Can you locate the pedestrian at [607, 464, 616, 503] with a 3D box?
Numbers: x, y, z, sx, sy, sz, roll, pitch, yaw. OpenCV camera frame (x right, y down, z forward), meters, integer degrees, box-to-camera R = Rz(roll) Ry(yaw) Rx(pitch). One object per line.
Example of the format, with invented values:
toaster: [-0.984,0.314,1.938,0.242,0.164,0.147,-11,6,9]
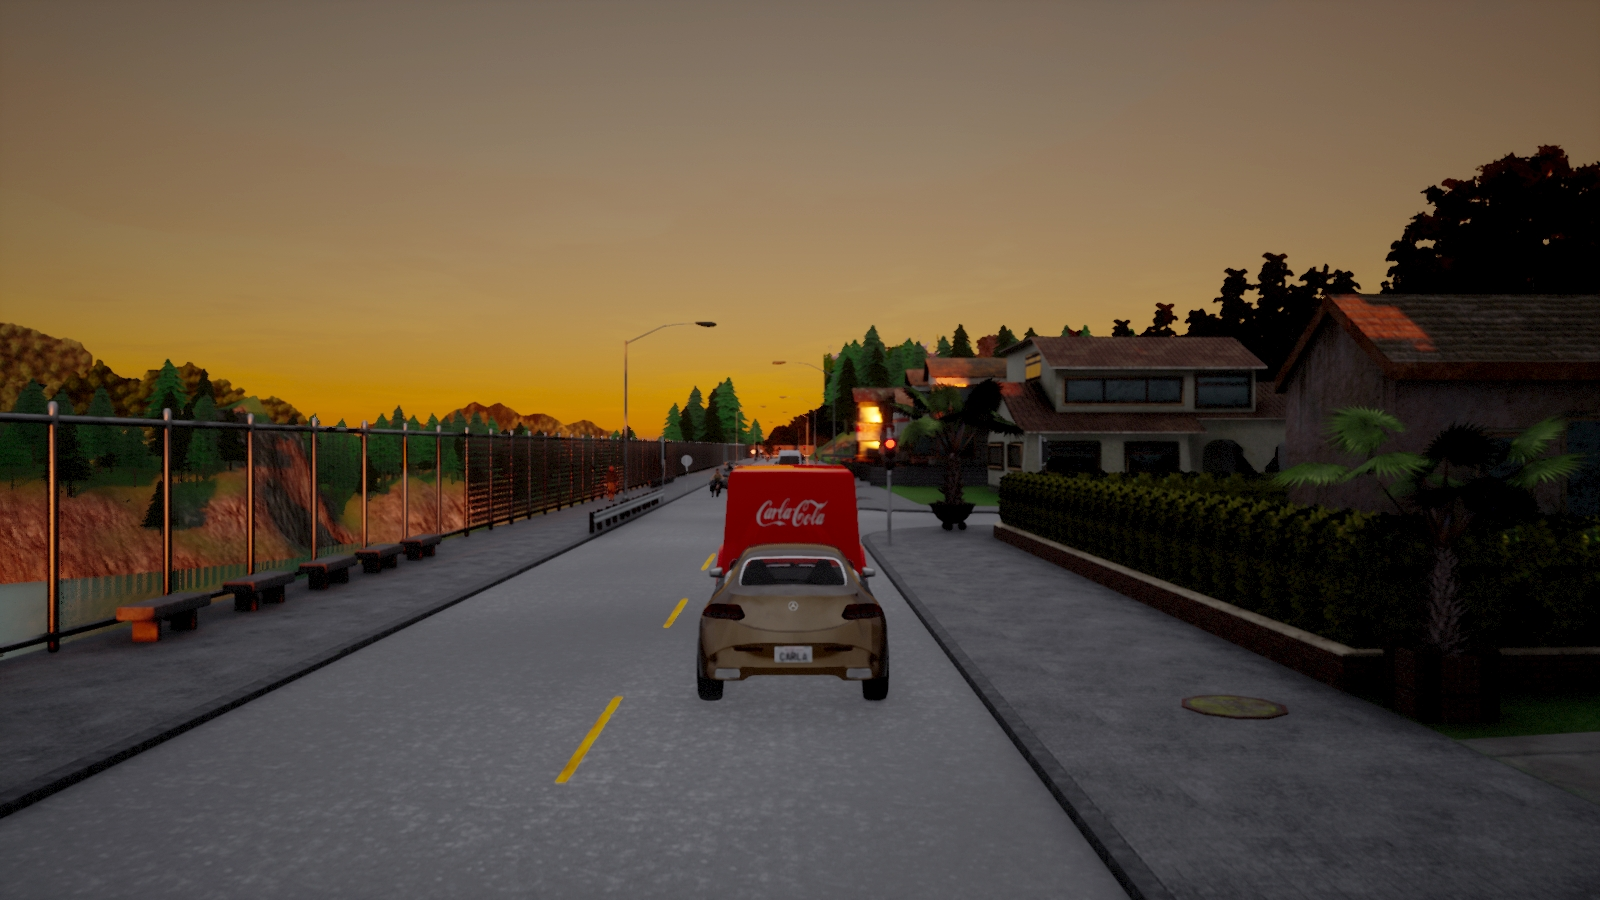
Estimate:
pedestrian: [-9.105,1.599,55.214,0.375,1.860,0.375,0,0,1]

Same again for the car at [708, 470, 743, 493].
car: [-4.652,1.966,71.996,1.895,1.301,4.718,0,0,-1]

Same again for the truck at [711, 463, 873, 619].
truck: [-0.158,1.510,21.174,2.627,2.467,5.204,0,0,-1]

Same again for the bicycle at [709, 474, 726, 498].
bicycle: [-4.561,1.992,63.255,0.859,1.276,1.487,0,0,-1]

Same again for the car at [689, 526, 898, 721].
car: [-0.093,1.951,14.255,2.152,1.651,5.027,0,0,-1]
